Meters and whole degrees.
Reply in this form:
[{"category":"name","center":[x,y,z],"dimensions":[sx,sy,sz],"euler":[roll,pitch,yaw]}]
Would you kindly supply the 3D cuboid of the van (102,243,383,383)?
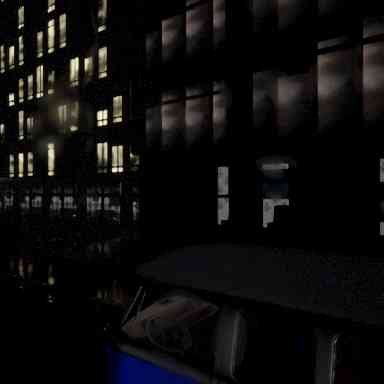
[{"category":"van","center":[1.168,1.341,2.041],"dimensions":[3.998,1.788,1.690],"euler":[0,0,35]}]
